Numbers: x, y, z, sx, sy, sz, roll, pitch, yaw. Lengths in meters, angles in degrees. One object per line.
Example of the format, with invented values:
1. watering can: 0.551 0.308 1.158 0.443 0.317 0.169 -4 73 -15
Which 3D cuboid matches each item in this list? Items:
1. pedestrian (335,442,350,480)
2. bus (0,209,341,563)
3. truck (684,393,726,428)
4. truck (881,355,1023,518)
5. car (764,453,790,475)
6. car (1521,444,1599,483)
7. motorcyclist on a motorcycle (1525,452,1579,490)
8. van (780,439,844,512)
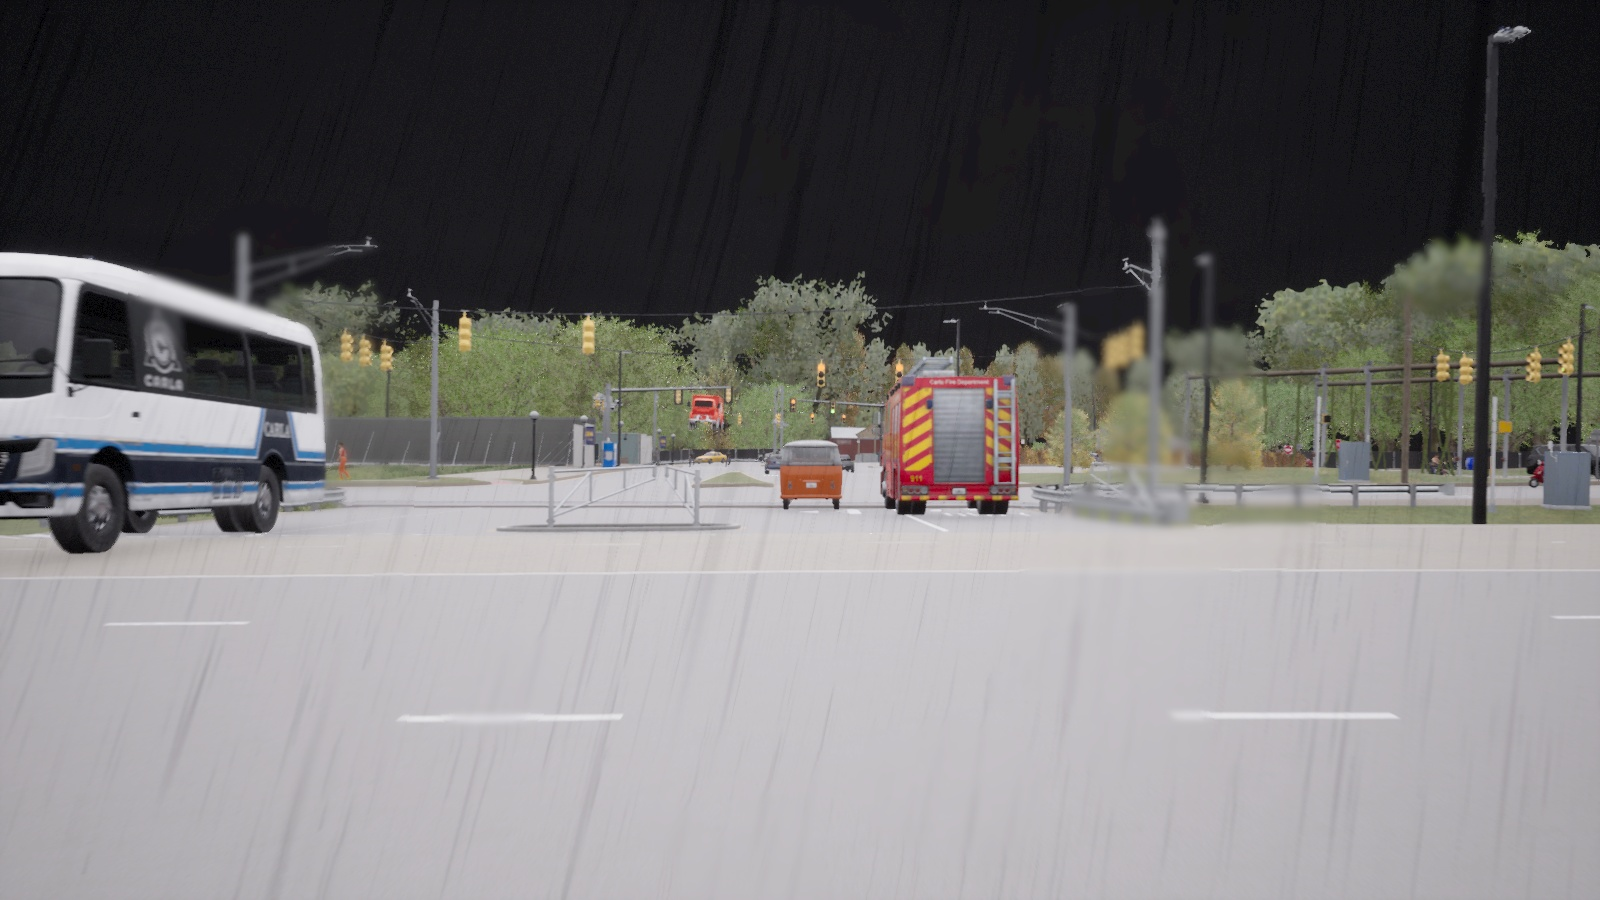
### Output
1. pedestrian: -21.799 0.522 59.841 0.594 1.836 0.345 1 1 -1
2. bus: -11.162 -0.651 20.183 3.944 4.253 10.273 -1 -1 -1
3. truck: -7.374 -3.053 97.999 2.627 2.467 5.204 3 0 1
4. truck: 3.837 -0.241 33.754 2.891 3.827 8.468 0 -1 1
5. car: -1.751 1.042 94.168 1.789 1.549 3.705 1 -1 -4
6. car: 41.915 0.750 67.195 2.150 2.045 5.566 1 -1 -24
7. motorcyclist on a motorcycle: 32.361 0.896 54.068 1.817 1.590 0.866 0 1 0
8. van: 0.353 0.695 36.985 1.775 1.987 4.442 0 1 1
